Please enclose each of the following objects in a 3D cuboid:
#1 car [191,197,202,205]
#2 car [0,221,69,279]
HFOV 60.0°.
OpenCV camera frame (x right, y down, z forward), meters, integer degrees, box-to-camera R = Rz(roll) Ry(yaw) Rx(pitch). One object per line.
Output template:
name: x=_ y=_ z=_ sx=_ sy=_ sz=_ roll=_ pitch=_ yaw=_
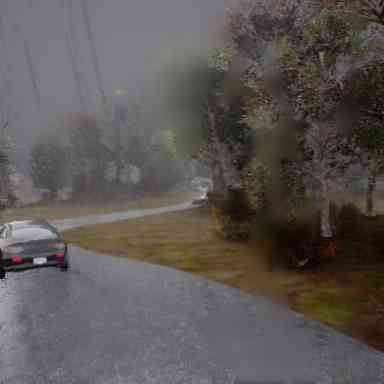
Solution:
car: x=1.315 y=1.666 z=62.509 sx=1.895 sy=1.301 sz=4.718 roll=-2 pitch=1 yaw=14
car: x=-5.222 y=1.636 z=10.545 sx=1.812 sy=1.442 sz=4.674 roll=-1 pitch=0 yaw=-34
